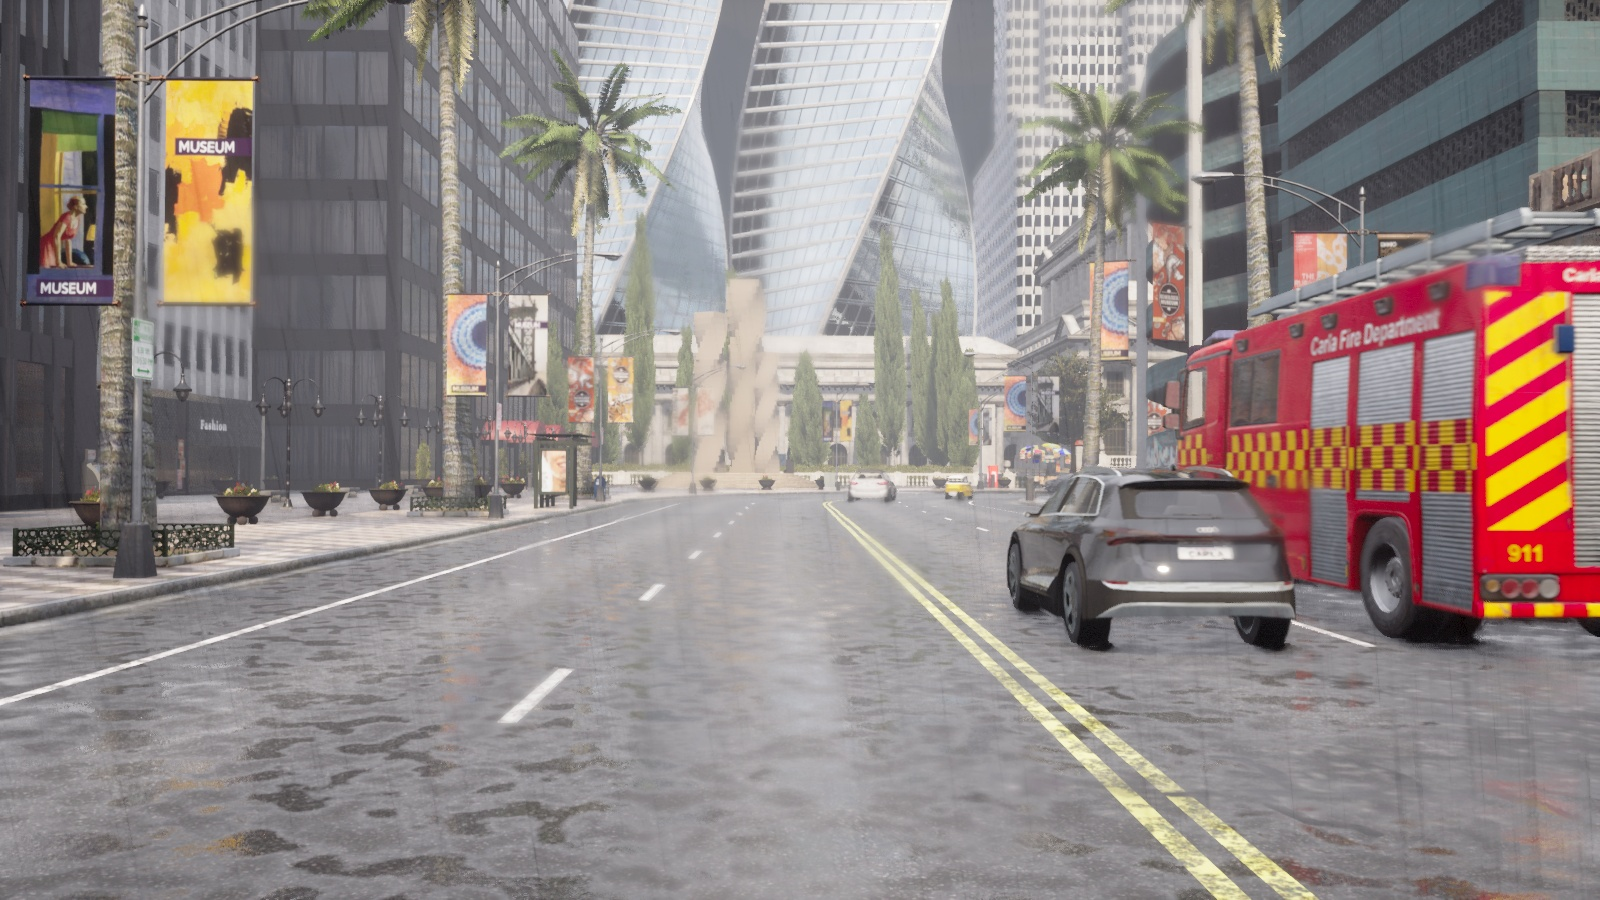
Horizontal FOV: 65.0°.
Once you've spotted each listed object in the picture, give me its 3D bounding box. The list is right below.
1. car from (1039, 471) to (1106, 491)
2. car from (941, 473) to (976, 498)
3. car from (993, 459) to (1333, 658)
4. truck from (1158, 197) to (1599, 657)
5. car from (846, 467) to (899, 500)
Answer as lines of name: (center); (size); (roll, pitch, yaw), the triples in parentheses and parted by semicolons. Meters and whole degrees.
car: (20.578, 2.329, 94.795); (4.892, 1.490, 1.837); (0, -1, -28)
car: (9.003, 2.032, 71.394); (1.481, 1.376, 2.207); (-1, -1, 20)
car: (3.404, 0.948, 12.913); (2.033, 1.649, 4.856); (0, -1, 0)
truck: (6.886, -0.131, 14.692); (2.891, 3.827, 8.468); (0, -1, 0)
car: (3.901, 1.764, 66.748); (2.242, 1.667, 4.611); (0, -1, 10)
